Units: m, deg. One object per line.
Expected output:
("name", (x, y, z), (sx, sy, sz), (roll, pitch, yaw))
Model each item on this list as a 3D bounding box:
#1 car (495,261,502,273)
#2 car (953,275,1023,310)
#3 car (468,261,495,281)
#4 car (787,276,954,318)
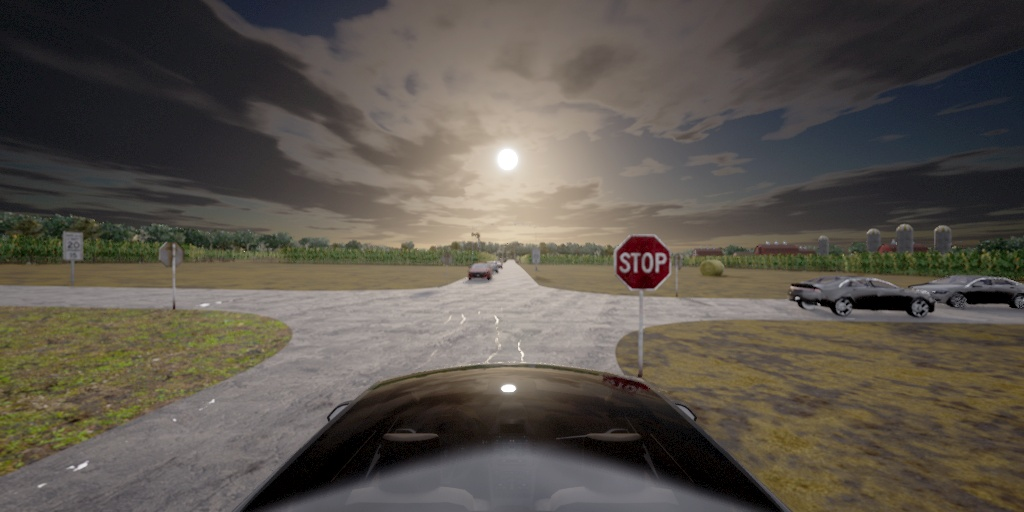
("car", (-2.778, 1.488, 47.865), (2.128, 1.511, 4.902), (0, 0, 0))
("car", (21.889, 1.693, 17.249), (4.902, 1.511, 2.128), (1, 0, 0))
("car", (-2.805, 1.364, 32.141), (1.882, 1.535, 5.008), (0, 0, 0))
("car", (13.915, 1.561, 14.414), (4.902, 1.511, 2.128), (1, 0, 0))
